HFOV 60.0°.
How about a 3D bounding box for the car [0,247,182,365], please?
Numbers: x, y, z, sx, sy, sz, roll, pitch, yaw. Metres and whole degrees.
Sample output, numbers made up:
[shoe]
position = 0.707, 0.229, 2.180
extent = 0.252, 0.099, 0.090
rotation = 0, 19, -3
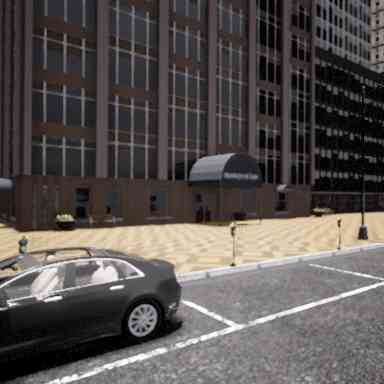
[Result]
[car]
position = -2.218, 1.569, 4.974
extent = 4.403, 1.369, 2.008
rotation = 1, -1, -35
